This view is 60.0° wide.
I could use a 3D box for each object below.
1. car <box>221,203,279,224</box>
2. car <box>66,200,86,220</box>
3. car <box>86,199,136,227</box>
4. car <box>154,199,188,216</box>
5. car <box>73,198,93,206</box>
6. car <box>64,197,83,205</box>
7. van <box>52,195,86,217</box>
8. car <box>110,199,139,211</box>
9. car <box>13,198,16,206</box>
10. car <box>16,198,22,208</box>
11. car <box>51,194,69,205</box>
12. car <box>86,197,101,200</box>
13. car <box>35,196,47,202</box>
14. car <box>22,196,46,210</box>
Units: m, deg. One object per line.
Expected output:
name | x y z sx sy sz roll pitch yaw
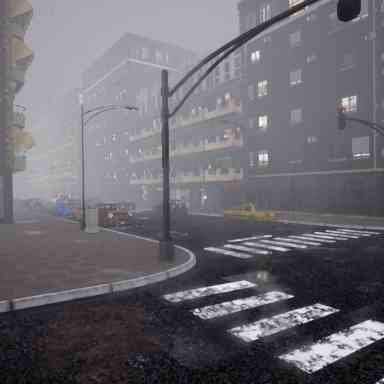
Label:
car | 4.114 1.498 24.477 1.752 1.417 4.829 -1 1 -36
car | -8.945 1.652 28.321 1.752 1.417 4.829 -1 1 -36
car | -5.824 1.553 23.960 1.967 1.590 4.097 -1 1 -36
car | -2.233 1.441 33.336 1.967 1.590 4.097 -1 1 -36
car | -18.342 1.644 55.835 1.947 1.339 4.313 -1 1 -36
car | -21.565 1.645 60.335 2.008 1.369 4.403 -1 1 -36
van | -12.269 1.483 32.957 1.690 1.788 3.998 -1 1 -36
car | -8.676 1.581 42.336 2.008 1.369 4.403 -1 1 -36
car | -31.600 1.782 59.956 1.887 1.381 4.507 -1 1 -36
car | -25.155 1.770 50.957 1.947 1.339 4.313 -1 1 -36
car | -22.651 1.350 57.395 2.150 2.045 5.566 -1 1 -36
car | -15.122 1.502 51.334 1.967 1.590 4.097 -1 1 -36
car | -37.676 1.728 82.832 1.887 1.381 4.507 -1 1 -36
car | -21.935 1.628 46.456 1.967 1.590 4.097 -1 1 -36
